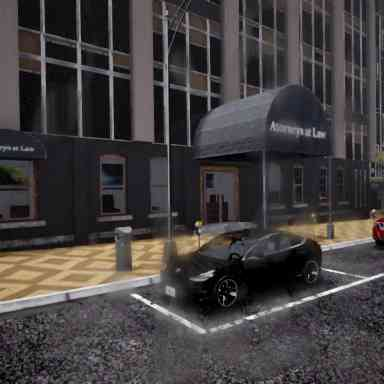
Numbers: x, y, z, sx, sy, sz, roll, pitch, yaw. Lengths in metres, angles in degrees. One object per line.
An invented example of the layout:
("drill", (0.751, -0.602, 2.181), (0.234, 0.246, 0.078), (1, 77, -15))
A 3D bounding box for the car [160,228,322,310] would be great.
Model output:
("car", (1.317, 1.564, 7.797), (4.313, 1.339, 1.947), (0, -1, -37))

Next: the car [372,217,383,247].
("car", (9.597, 1.310, 13.994), (5.009, 1.841, 2.192), (0, -1, -37))
